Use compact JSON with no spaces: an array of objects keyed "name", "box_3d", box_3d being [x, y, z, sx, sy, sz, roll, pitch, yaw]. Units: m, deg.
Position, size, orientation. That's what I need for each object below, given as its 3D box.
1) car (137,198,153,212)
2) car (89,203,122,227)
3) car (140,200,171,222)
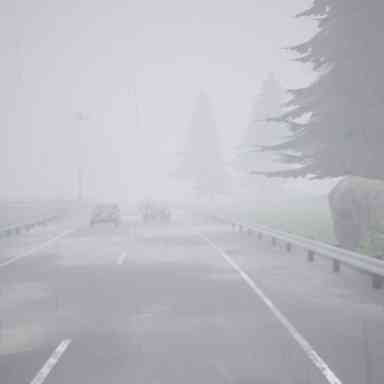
[{"name":"car","box_3d":[-4.976,1.394,36.534,1.812,1.442,4.674,0,0,-12]},{"name":"car","box_3d":[-5.751,1.475,22.425,2.033,1.411,5.357,0,0,-10]},{"name":"car","box_3d":[-2.746,1.507,25.237,1.895,1.301,4.718,0,0,-10]}]
